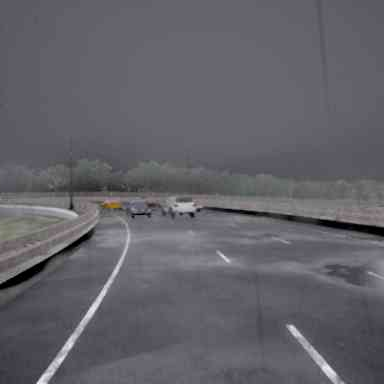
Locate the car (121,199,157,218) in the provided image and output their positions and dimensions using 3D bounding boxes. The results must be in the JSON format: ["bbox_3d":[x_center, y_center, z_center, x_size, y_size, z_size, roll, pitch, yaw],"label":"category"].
[{"bbox_3d":[-5.162,1.693,31.869,2.033,1.411,5.357,-1,0,-19],"label":"car"}]

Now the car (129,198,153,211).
[{"bbox_3d":[-7.184,1.684,46.039,1.882,1.535,5.008,-1,0,-26],"label":"car"}]

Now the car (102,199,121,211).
[{"bbox_3d":[-11.117,1.727,46.071,1.882,1.535,5.008,-1,0,-29],"label":"car"}]

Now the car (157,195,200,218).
[{"bbox_3d":[-1.379,1.326,31.535,2.150,2.045,5.566,-1,0,-18],"label":"car"}]

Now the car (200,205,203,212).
[{"bbox_3d":[-0.456,1.716,39.391,1.895,1.301,4.718,-1,0,-23],"label":"car"}]
